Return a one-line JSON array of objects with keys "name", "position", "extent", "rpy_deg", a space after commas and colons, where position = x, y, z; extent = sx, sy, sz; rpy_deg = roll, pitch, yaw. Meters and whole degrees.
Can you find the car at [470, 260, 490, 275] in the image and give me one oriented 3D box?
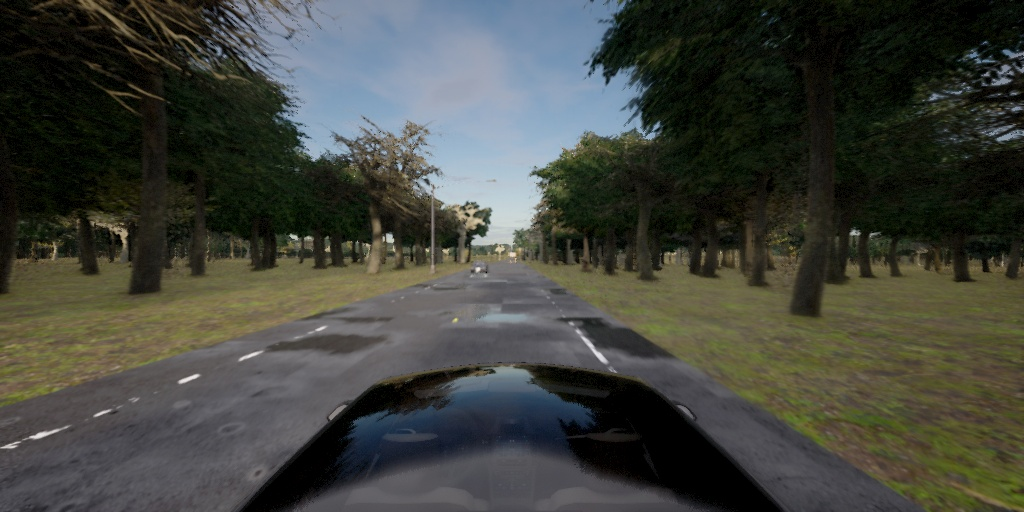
[{"name": "car", "position": [-3.557, 1.252, 40.203], "extent": [2.128, 1.511, 4.902], "rpy_deg": [0, 0, 0]}]
